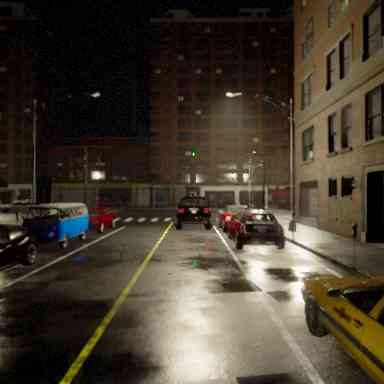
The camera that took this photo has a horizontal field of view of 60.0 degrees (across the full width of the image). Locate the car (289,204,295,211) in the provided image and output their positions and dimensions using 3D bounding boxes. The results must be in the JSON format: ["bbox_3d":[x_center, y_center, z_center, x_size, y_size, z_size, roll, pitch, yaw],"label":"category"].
[{"bbox_3d":[14.655,1.882,42.765,4.181,1.385,1.994,0,-1,0],"label":"car"}]

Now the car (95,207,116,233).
[{"bbox_3d":[-5.854,1.611,20.108,1.887,1.381,4.507,1,0,0],"label":"car"}]

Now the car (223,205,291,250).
[{"bbox_3d":[2.673,1.489,14.626,1.967,1.590,4.097,1,0,0],"label":"car"}]

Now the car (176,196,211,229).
[{"bbox_3d":[0.099,1.296,22.520,2.150,2.045,5.566,0,0,0],"label":"car"}]

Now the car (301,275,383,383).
[{"bbox_3d":[2.675,1.537,3.831,1.752,1.417,4.829,1,0,0],"label":"car"}]

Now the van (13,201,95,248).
[{"bbox_3d":[-5.851,1.389,14.627,1.690,1.788,3.998,1,0,0],"label":"van"}]

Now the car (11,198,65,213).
[{"bbox_3d":[-16.711,1.476,36.257,4.902,1.511,2.128,0,-1,0],"label":"car"}]

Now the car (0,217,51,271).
[{"bbox_3d":[-5.852,1.595,9.144,1.947,1.339,4.313,1,0,0],"label":"car"}]

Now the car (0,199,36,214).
[{"bbox_3d":[-16.514,1.544,32.994,4.718,1.301,1.895,0,-1,1],"label":"car"}]

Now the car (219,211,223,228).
[{"bbox_3d":[2.672,1.507,20.109,1.967,1.590,4.097,1,0,0],"label":"car"}]
